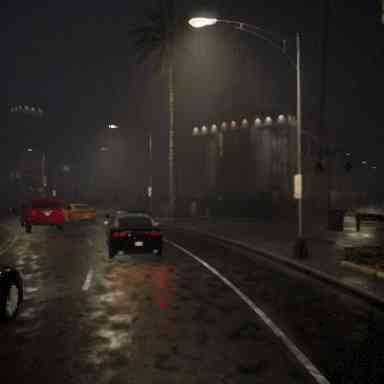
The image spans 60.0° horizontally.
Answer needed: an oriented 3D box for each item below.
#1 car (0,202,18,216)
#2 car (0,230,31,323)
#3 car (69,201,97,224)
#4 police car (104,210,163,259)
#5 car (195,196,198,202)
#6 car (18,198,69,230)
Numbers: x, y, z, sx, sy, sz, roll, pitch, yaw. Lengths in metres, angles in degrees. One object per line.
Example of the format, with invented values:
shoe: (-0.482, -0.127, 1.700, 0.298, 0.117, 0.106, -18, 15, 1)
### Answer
car: (-20.242, 1.907, 37.869, 4.674, 1.442, 1.812, -1, -1, 38)
car: (-3.949, 1.559, 4.372, 1.837, 1.490, 4.892, 0, 0, -6)
car: (-9.419, 1.721, 27.206, 1.882, 1.535, 5.008, 0, -1, -36)
police car: (-2.482, 1.533, 13.457, 1.930, 1.638, 5.238, 0, -1, -16)
car: (1.617, 1.816, 59.282, 4.674, 1.452, 2.002, -1, 0, 35)
car: (-9.994, 1.432, 22.068, 2.150, 2.045, 5.566, 0, -1, -31)
